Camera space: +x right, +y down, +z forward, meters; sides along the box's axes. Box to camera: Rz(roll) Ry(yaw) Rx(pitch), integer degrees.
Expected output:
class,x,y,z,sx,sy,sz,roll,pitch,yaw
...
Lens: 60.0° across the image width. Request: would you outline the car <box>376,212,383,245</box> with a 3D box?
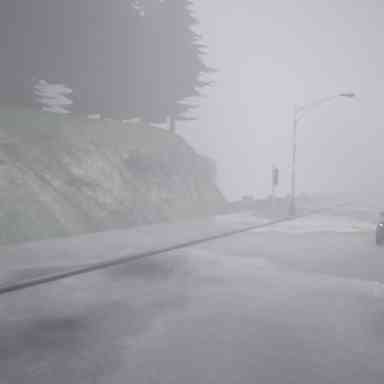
class,x,y,z,sx,sy,sz,roll,pitch,yaw
car,8.500,1.289,13.193,1.812,1.442,4.674,3,2,34
